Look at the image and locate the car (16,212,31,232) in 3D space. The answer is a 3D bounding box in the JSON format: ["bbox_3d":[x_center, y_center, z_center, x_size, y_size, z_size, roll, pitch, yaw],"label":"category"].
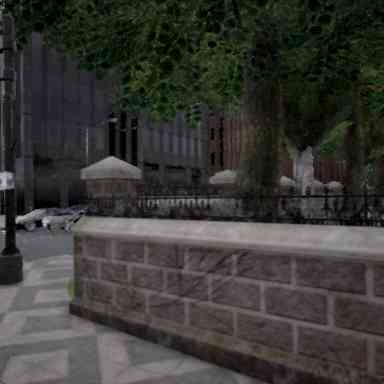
[{"bbox_3d":[-9.199,1.663,20.936,1.947,1.339,4.313,-1,-1,36],"label":"car"}]

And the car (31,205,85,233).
[{"bbox_3d":[-6.566,1.533,20.032,2.128,1.511,4.902,-1,-1,35],"label":"car"}]
